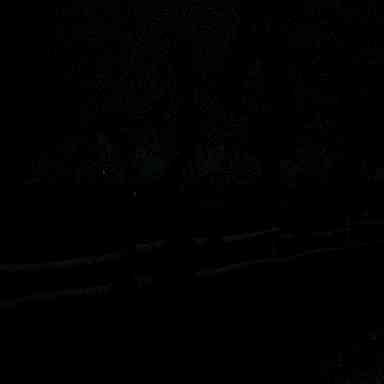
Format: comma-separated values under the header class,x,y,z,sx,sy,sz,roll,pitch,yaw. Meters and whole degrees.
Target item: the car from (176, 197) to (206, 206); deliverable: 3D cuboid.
class,x,y,z,sx,sy,sz,roll,pitch,yaw
car,-0.234,1.597,53.253,4.892,1.490,1.837,0,0,17
